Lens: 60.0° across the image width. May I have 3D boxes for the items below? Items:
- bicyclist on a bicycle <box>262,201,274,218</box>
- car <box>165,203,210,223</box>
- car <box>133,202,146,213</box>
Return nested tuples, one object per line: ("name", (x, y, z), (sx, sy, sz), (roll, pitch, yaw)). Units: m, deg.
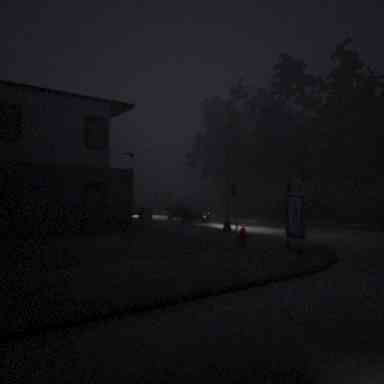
("bicyclist on a bicycle", (7.278, 1.670, 31.840), (1.656, 1.620, 0.582), (1, 0, -36))
("car", (-0.423, 1.701, 28.170), (2.128, 1.511, 4.902), (1, -1, -35))
("car", (-6.563, 1.772, 36.772), (1.994, 1.385, 4.181), (1, -1, -35))
